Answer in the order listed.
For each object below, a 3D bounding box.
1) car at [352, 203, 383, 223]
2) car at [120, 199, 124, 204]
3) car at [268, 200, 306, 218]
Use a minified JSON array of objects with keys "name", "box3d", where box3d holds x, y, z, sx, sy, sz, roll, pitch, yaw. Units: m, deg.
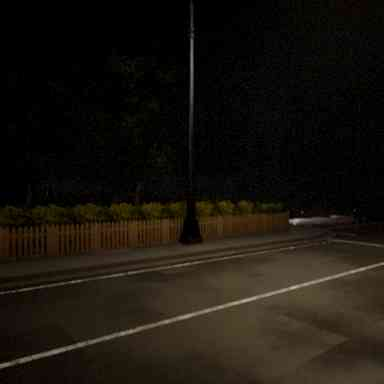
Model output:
[{"name":"car","box3d":[13.590,1.520,23.050,1.812,1.442,4.674,0,1,-39]},{"name":"car","box3d":[-8.450,1.469,46.815,2.128,1.511,4.902,0,0,-36]},{"name":"car","box3d":[8.066,1.498,30.291,1.812,1.442,4.674,0,0,-36]}]
